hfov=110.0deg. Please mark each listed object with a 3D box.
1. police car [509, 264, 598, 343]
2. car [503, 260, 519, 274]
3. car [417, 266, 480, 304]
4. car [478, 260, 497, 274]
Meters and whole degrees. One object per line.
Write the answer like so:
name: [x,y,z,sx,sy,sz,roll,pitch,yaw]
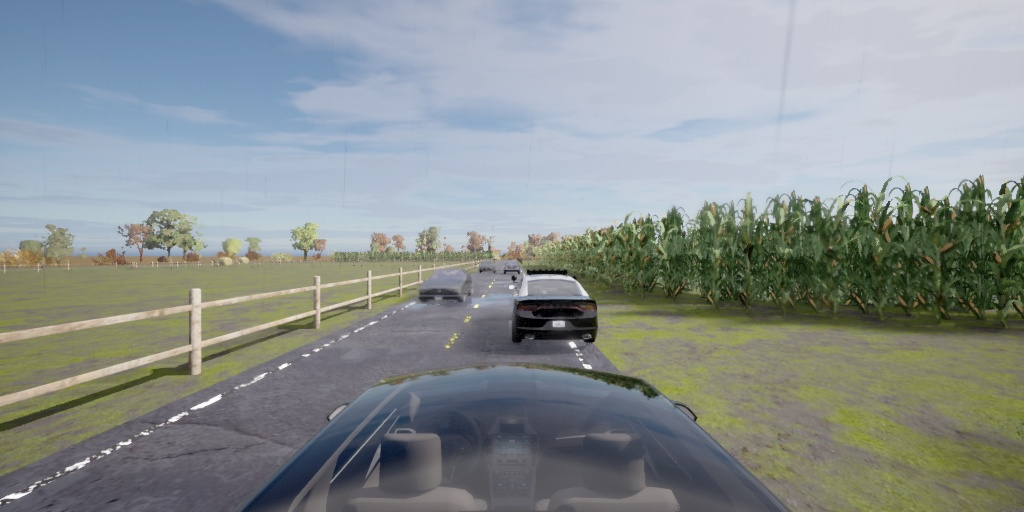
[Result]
police car: [0.942,1.175,9.840,1.930,1.638,5.238,0,0,0]
car: [-0.017,1.298,40.681,2.033,1.411,5.357,0,0,0]
car: [-2.890,1.296,16.776,2.033,1.411,5.357,0,0,0]
car: [-2.859,1.255,42.303,1.837,1.490,4.892,0,0,0]
